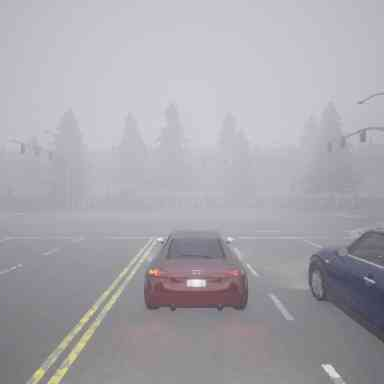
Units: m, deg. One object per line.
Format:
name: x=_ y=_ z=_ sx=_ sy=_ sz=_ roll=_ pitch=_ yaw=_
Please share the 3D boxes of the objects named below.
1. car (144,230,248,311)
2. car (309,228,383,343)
car: x=0.075 y=1.564 z=7.826 sx=1.994 sy=1.385 sz=4.181 roll=0 pitch=0 yaw=0
car: x=3.585 y=1.352 z=5.397 sx=2.097 sy=1.767 sz=4.553 roll=0 pitch=0 yaw=0
